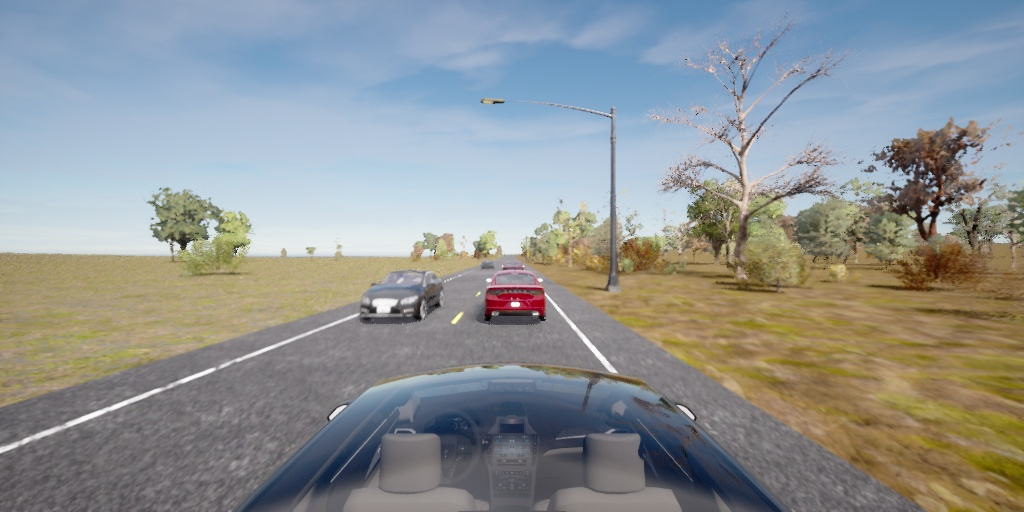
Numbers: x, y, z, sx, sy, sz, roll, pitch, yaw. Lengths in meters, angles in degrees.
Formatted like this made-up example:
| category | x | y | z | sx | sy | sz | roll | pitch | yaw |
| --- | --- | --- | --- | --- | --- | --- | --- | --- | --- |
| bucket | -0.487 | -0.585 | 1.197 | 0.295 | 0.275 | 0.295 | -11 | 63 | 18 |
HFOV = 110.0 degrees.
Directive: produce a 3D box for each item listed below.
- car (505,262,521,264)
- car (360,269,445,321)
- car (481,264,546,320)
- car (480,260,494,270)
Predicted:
| category | x | y | z | sx | sy | sz | roll | pitch | yaw |
| --- | --- | --- | --- | --- | --- | --- | --- | --- | --- |
| car | 0.088 | 1.220 | 31.049 | 1.882 | 1.535 | 5.008 | 0 | 0 | 0 |
| car | -3.605 | 1.240 | 12.525 | 2.128 | 1.511 | 4.902 | 0 | 0 | 0 |
| car | 0.096 | 1.226 | 12.675 | 1.882 | 1.535 | 5.008 | 0 | 0 | 0 |
| car | -3.593 | 1.283 | 52.844 | 1.994 | 1.385 | 4.181 | 0 | 0 | 0 |
